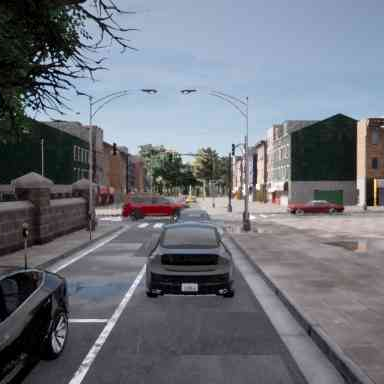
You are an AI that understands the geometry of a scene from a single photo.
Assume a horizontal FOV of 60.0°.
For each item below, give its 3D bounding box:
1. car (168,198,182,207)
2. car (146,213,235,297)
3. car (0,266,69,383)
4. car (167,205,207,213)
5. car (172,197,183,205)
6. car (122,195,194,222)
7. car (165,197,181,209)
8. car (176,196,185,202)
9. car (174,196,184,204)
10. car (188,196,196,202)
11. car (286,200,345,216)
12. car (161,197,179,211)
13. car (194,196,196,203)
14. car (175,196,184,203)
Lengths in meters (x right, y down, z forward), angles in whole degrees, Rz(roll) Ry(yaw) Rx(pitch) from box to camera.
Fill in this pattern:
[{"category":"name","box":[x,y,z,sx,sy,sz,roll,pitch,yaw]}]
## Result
[{"category":"car","box":[-2.675,1.624,52.426,1.947,1.339,4.313,-1,0,0]},{"category":"car","box":[-0.027,1.505,8.532,1.837,1.490,4.892,0,0,0]},{"category":"car","box":[-2.646,1.565,3.237,1.947,1.339,4.313,-1,0,0]},{"category":"car","box":[0.091,1.552,15.977,2.033,1.411,5.357,0,0,0]},{"category":"car","box":[-2.682,1.628,63.296,1.887,1.381,4.507,-1,0,0]},{"category":"car","box":[-2.846,1.264,26.888,5.566,2.045,2.150,-2,0,0]},{"category":"car","box":[-2.673,1.488,46.992,1.967,1.590,4.097,-1,0,0]},{"category":"car","box":[-2.691,1.690,79.600,1.947,1.339,4.313,-1,0,0]},{"category":"car","box":[-2.685,1.648,68.731,2.008,1.369,4.403,-1,0,0]},{"category":"car","box":[-0.046,1.671,82.145,2.033,1.411,5.357,0,0,0]},{"category":"car","box":[10.941,1.428,29.835,4.718,1.301,1.895,-1,1,0]},{"category":"car","box":[-2.670,1.478,41.557,1.967,1.590,4.097,-1,0,0]},{"category":"car","box":[-0.029,1.582,71.711,1.882,1.535,5.008,0,0,0]},{"category":"car","box":[-2.688,1.655,74.165,1.887,1.381,4.507,-1,0,0]}]
